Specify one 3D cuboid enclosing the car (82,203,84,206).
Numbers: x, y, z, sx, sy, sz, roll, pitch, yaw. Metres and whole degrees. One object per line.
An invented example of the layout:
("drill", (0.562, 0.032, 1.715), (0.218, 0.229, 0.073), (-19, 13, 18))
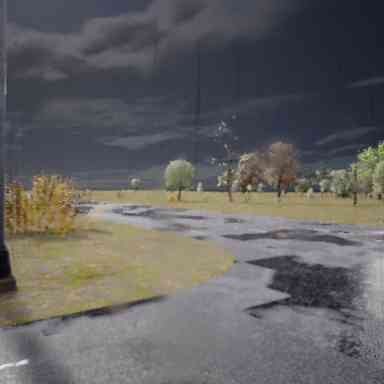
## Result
("car", (-16.458, 1.274, 45.918), (1.994, 1.385, 4.181), (0, 1, -35))
